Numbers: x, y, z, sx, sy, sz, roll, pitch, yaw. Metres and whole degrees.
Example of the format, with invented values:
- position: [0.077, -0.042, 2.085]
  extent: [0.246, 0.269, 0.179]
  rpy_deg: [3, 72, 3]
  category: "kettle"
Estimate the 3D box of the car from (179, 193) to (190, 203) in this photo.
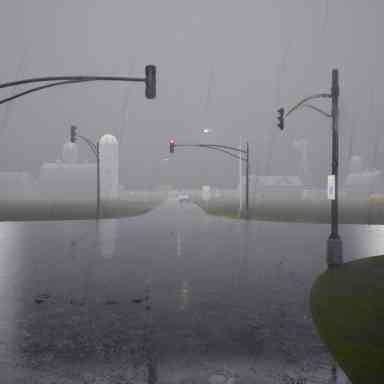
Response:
- position: [-1.523, 1.557, 69.974]
  extent: [1.812, 1.442, 4.674]
  rpy_deg: [0, 0, -3]
  category: "car"

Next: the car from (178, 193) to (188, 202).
- position: [-2.109, 1.193, 80.009]
  extent: [2.150, 2.045, 5.566]
  rpy_deg: [0, 0, -4]
  category: "car"
